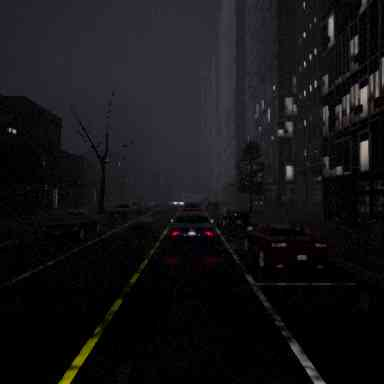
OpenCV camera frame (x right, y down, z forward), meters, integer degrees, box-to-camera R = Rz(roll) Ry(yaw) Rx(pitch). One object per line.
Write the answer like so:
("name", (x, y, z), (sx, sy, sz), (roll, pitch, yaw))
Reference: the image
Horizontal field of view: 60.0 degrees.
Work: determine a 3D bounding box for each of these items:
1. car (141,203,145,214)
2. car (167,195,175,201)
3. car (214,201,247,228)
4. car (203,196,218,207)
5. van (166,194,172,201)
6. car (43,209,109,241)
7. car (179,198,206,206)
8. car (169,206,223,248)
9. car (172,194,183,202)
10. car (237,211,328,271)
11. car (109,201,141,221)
("car", (-5.713, 1.594, 33.417), (1.802, 1.307, 4.206), (1, 0, 0))
("car", (-5.679, 1.626, 89.857), (1.802, 1.307, 4.206), (1, 0, 0))
("car", (2.805, 1.558, 22.072), (2.008, 1.369, 4.403), (1, 0, 0))
("car", (2.702, 1.562, 44.647), (1.887, 1.381, 4.507), (1, 0, 0))
("van", (-5.675, 1.381, 84.212), (1.690, 1.788, 3.998), (1, 0, 0))
("car", (-5.808, 1.556, 16.485), (2.008, 1.369, 4.403), (1, 0, 0))
("car", (0.000, 1.528, 29.654), (1.837, 1.490, 4.892), (0, 0, 0))
("car", (0.000, 1.568, 14.653), (2.033, 1.411, 5.357), (0, 0, 0))
("car", (-3.000, 1.622, 76.721), (1.895, 1.301, 4.718), (0, 0, 0))
("car", (2.832, 1.547, 10.783), (1.887, 1.381, 4.507), (1, 0, 0))
("car", (-5.746, 1.554, 27.773), (1.887, 1.381, 4.507), (1, 0, 0))
